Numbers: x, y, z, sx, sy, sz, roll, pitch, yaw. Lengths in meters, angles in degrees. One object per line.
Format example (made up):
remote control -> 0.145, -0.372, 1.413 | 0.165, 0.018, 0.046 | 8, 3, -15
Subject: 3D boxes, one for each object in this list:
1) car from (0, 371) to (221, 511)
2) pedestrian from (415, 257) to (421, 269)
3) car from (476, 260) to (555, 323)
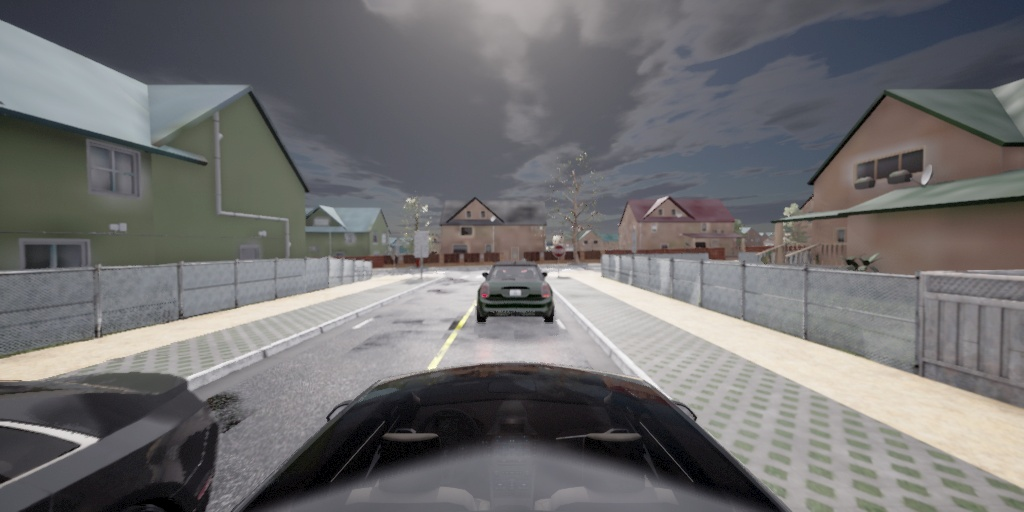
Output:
car -> -2.849, 1.281, 0.342 | 1.837, 1.490, 4.892 | 0, 1, 0
pedestrian -> -9.645, 0.356, 36.777 | 0.375, 1.860, 0.375 | 0, 3, 0
car -> 0.090, 0.918, 11.360 | 2.097, 1.767, 4.553 | 0, 1, 0
